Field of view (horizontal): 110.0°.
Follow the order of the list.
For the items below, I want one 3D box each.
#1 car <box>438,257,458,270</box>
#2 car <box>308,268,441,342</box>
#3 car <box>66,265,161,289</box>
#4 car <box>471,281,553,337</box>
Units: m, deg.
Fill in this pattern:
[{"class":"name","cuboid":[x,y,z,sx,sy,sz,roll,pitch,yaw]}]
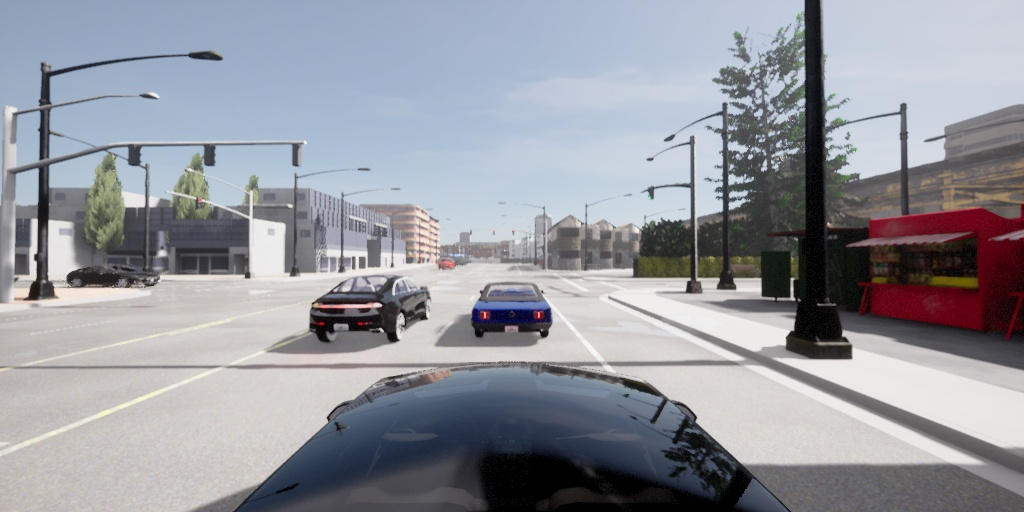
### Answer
[{"class":"car","cuboid":[-11.172,1.359,61.263,2.150,2.045,5.566,0,0,0]},{"class":"car","cuboid":[-3.512,1.254,9.776,2.128,1.511,4.902,0,0,0]},{"class":"car","cuboid":[-25.986,1.334,23.474,4.892,1.490,1.837,0,-1,0]},{"class":"car","cuboid":[-0.012,1.362,10.255,1.895,1.301,4.718,0,0,0]}]
